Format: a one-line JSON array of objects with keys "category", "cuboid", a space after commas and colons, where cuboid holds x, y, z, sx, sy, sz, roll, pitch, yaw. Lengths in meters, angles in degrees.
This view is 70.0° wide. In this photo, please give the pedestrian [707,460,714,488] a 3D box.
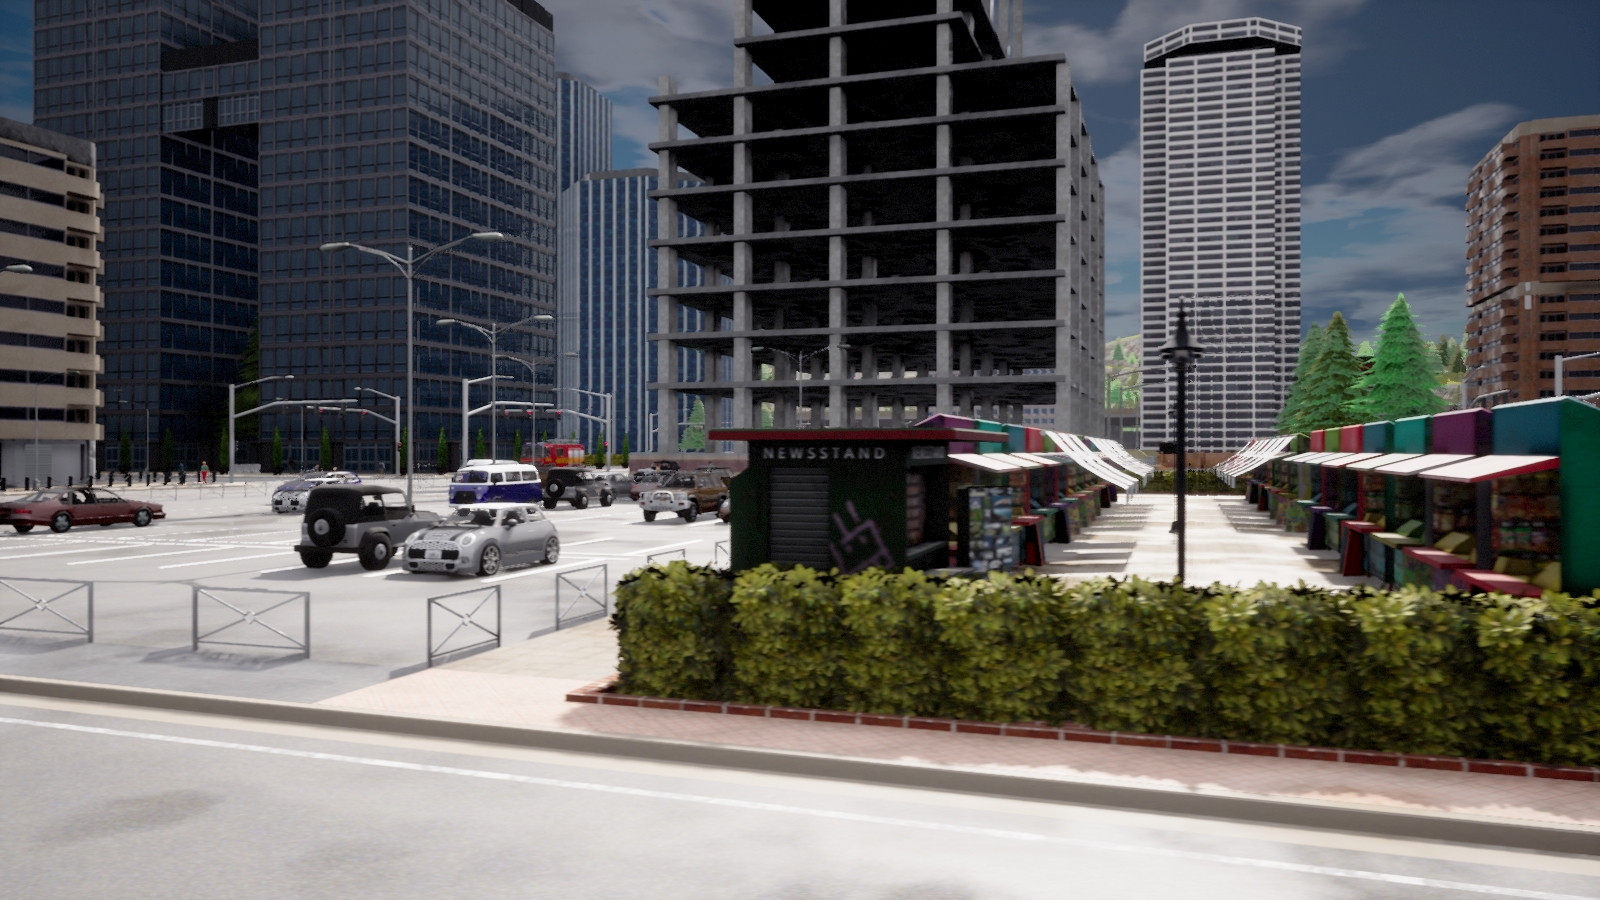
[{"category": "pedestrian", "cuboid": [-6.046, 1.639, 77.454, 0.375, 1.860, 0.375, 0, 0, 14]}]
